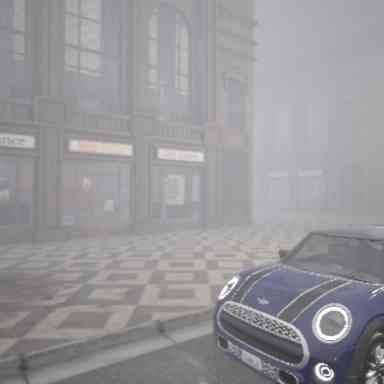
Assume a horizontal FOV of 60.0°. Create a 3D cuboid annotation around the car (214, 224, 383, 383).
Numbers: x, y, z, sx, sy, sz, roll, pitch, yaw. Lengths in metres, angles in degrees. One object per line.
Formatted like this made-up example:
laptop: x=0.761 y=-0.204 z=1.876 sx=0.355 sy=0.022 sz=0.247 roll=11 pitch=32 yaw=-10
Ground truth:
car: x=2.515 y=1.357 z=5.171 sx=4.553 sy=1.767 sz=2.097 roll=0 pitch=0 yaw=-35
